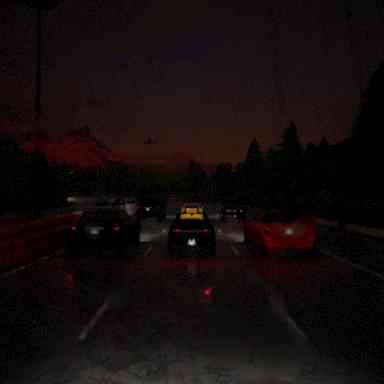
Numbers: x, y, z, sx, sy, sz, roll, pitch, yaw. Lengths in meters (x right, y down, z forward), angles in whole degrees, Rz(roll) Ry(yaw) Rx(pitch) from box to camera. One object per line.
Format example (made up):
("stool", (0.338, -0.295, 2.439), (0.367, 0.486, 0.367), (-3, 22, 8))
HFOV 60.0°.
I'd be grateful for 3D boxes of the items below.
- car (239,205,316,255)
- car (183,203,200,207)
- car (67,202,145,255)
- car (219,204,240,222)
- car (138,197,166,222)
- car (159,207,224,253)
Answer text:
("car", (3.495, 1.482, 14.072), (2.097, 1.767, 4.553), (0, -1, 0))
("car", (-0.010, 1.752, 29.465), (1.882, 1.535, 5.008), (0, 0, 0))
("car", (-3.505, 1.482, 14.069), (2.097, 1.767, 4.553), (0, -1, 0))
("car", (3.488, 1.765, 29.282), (2.128, 1.511, 4.902), (0, 0, 0))
("car", (-3.514, 1.487, 29.008), (2.150, 2.045, 5.566), (0, 0, 0))
("car", (-0.004, 1.626, 14.282), (2.128, 1.511, 4.902), (0, 0, 0))
